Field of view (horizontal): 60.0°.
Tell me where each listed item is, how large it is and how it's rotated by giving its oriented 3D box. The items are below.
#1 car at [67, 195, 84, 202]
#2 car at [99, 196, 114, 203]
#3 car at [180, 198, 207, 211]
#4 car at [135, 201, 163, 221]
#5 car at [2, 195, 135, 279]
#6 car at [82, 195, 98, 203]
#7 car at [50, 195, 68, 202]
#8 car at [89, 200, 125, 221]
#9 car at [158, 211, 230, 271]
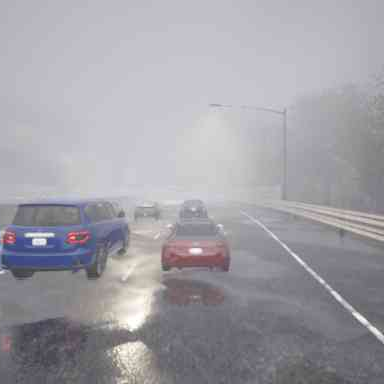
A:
[{"bbox_3d":[-24.461,1.402,69.876,1.812,1.442,4.674,0,0,0],"label":"car"},{"bbox_3d":[-17.461,1.467,68.373,1.895,1.301,4.718,0,0,0],"label":"car"},{"bbox_3d":[0.112,1.297,26.215,2.097,1.767,4.553,0,0,0],"label":"car"},{"bbox_3d":[-3.387,1.436,26.457,2.128,1.511,4.902,0,0,0],"label":"car"},{"bbox_3d":[-3.395,1.198,10.091,2.150,2.045,5.566,0,0,0],"label":"car"},{"bbox_3d":[-20.961,1.372,68.405,1.837,1.490,4.892,0,0,0],"label":"car"},{"bbox_3d":[-27.960,1.377,69.878,1.837,1.490,4.892,0,0,0],"label":"car"},{"bbox_3d":[-6.886,1.469,27.482,1.812,1.442,4.674,0,0,0],"label":"car"},{"bbox_3d":[0.103,1.538,10.893,1.994,1.385,4.181,0,0,0],"label":"car"}]
